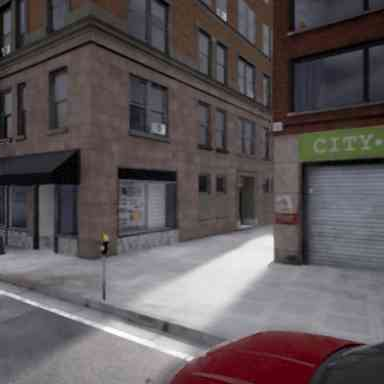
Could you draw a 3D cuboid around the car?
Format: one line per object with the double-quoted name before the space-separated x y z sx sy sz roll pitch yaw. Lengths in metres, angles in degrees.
"car" 1.829 1.543 1.773 4.507 1.381 1.887 0 0 36
